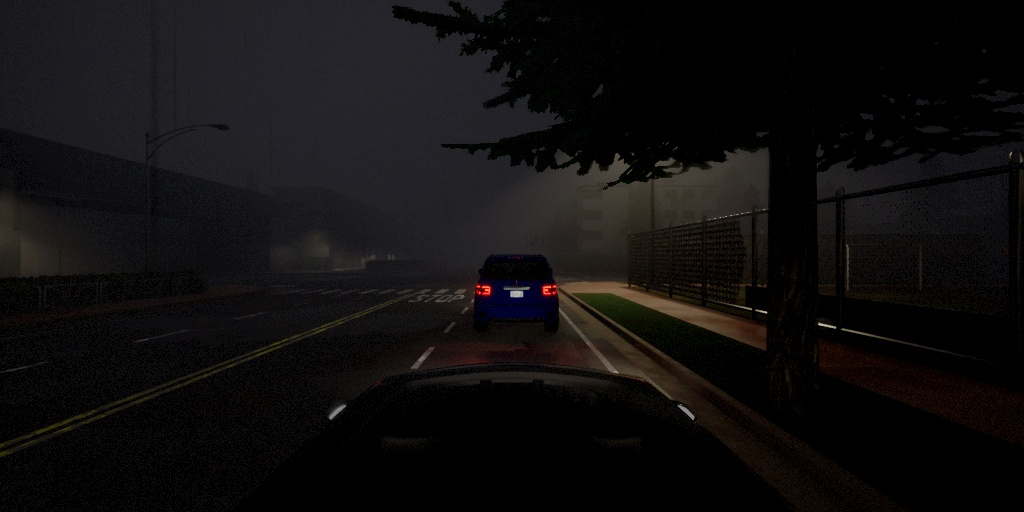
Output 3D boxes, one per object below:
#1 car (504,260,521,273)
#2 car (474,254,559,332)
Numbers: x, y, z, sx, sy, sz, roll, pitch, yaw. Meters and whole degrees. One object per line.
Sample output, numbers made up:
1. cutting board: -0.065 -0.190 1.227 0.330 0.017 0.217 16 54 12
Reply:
1. car: 0.023 1.241 45.702 2.128 1.511 4.902 0 0 0
2. car: 0.115 0.972 10.977 2.150 2.045 5.566 0 0 0
